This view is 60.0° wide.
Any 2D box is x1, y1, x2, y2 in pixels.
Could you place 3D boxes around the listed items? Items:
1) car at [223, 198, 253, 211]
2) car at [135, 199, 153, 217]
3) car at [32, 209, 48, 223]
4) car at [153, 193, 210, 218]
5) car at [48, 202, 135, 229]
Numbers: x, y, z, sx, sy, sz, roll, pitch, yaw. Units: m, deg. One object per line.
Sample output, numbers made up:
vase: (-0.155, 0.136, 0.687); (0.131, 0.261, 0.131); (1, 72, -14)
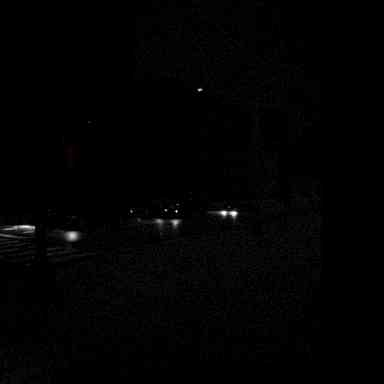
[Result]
car: (5.216, 1.421, 37.639); (1.994, 1.385, 4.181); (0, 0, 36)
car: (-3.785, 1.402, 30.587); (2.128, 1.511, 4.902); (0, 0, 35)
car: (-8.902, 1.511, 23.368); (1.994, 1.385, 4.181); (0, 0, 35)
car: (-0.553, 1.121, 29.536); (2.150, 2.045, 5.566); (0, 0, 35)
car: (-6.300, 1.419, 21.431); (1.882, 1.535, 5.008); (0, 0, 34)
